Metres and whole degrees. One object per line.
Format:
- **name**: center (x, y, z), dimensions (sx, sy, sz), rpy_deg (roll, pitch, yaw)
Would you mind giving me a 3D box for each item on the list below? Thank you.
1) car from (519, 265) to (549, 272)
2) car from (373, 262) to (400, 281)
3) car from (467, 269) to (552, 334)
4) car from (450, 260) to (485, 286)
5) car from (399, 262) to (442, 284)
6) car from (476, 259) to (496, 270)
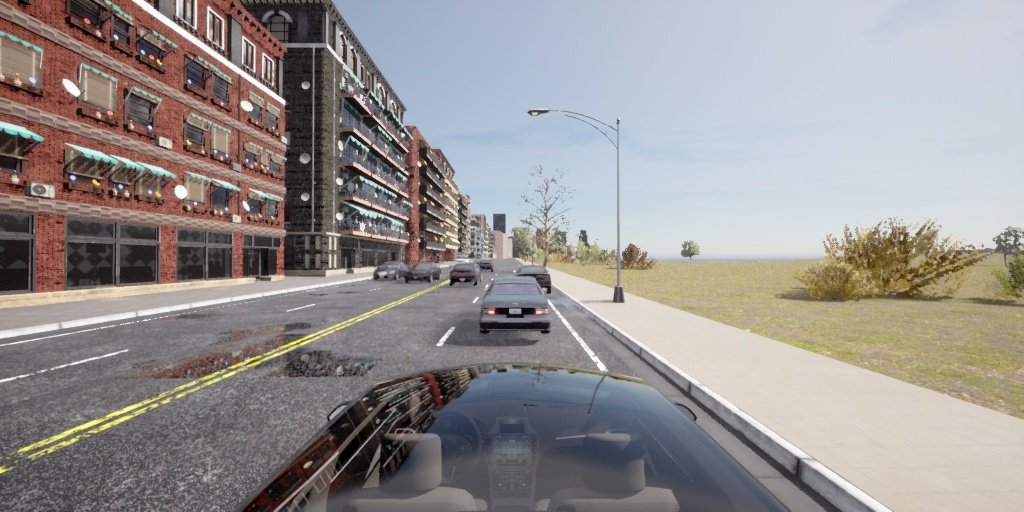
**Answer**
- **car**: center (1.109, 1.230, 20.396), dimensions (1.882, 1.535, 5.008), rpy_deg (0, 0, 0)
- **car**: center (-9.892, 1.243, 29.728), dimensions (2.128, 1.511, 4.902), rpy_deg (0, 0, 0)
- **car**: center (0.089, 1.299, 10.632), dimensions (2.033, 1.411, 5.357), rpy_deg (0, 0, 0)
- **car**: center (-3.185, 1.257, 25.323), dimensions (1.837, 1.490, 4.892), rpy_deg (0, 0, 0)
- **car**: center (-6.638, 1.230, 27.157), dimensions (1.882, 1.535, 5.008), rpy_deg (0, 0, 0)
- **car**: center (-3.214, 1.250, 45.636), dimensions (1.837, 1.490, 4.892), rpy_deg (0, -2, 0)
